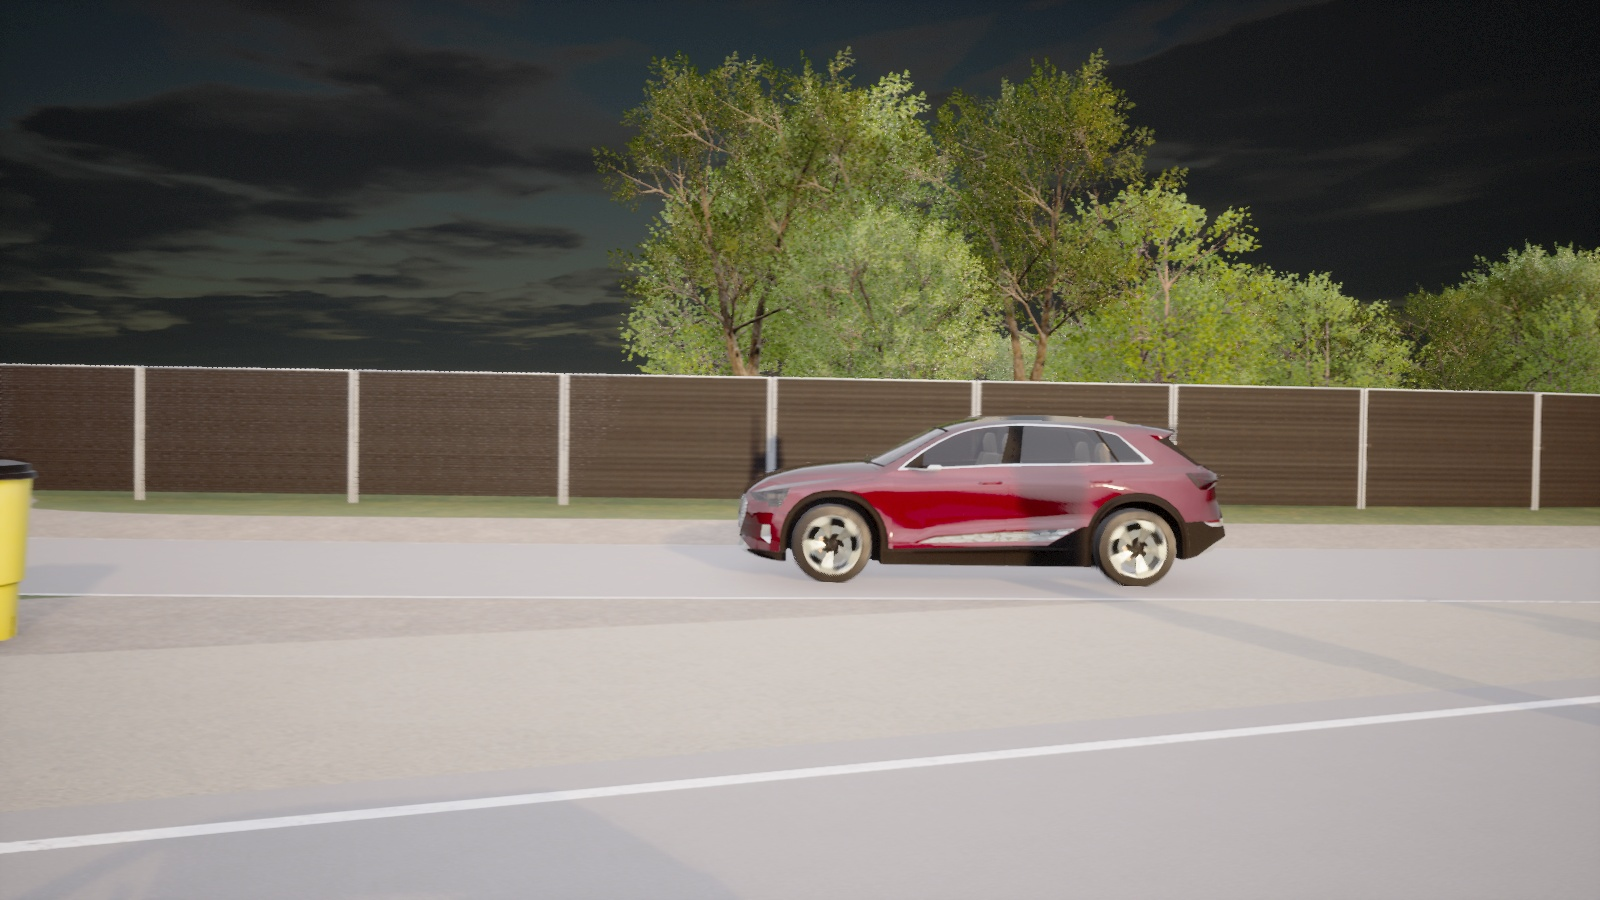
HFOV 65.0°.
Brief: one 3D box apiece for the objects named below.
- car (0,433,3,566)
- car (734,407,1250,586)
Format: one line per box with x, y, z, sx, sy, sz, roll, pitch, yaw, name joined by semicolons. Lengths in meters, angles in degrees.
-10.988;0.556;12.723;4.674;1.442;1.812;0;1;1;car
1.787;0.408;12.804;4.856;1.649;2.033;0;1;-2;car
